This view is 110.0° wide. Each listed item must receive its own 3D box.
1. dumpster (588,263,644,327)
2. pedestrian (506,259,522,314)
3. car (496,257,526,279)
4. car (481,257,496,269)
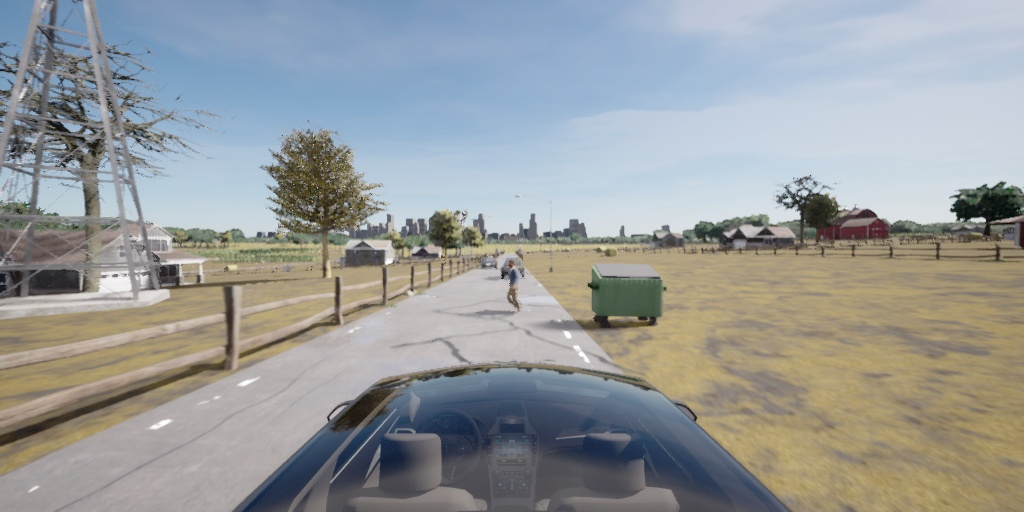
[{"bbox_3d":[3.126,1.070,11.046,1.020,1.700,1.940,0,0,0],"label":"dumpster"},{"bbox_3d":[0.052,0.962,11.760,0.375,1.860,0.375,-1,2,-15],"label":"pedestrian"},{"bbox_3d":[0.075,1.010,29.305,2.128,1.511,4.902,0,1,0],"label":"car"},{"bbox_3d":[-2.831,0.863,45.423,2.128,1.511,4.902,0,1,0],"label":"car"}]
